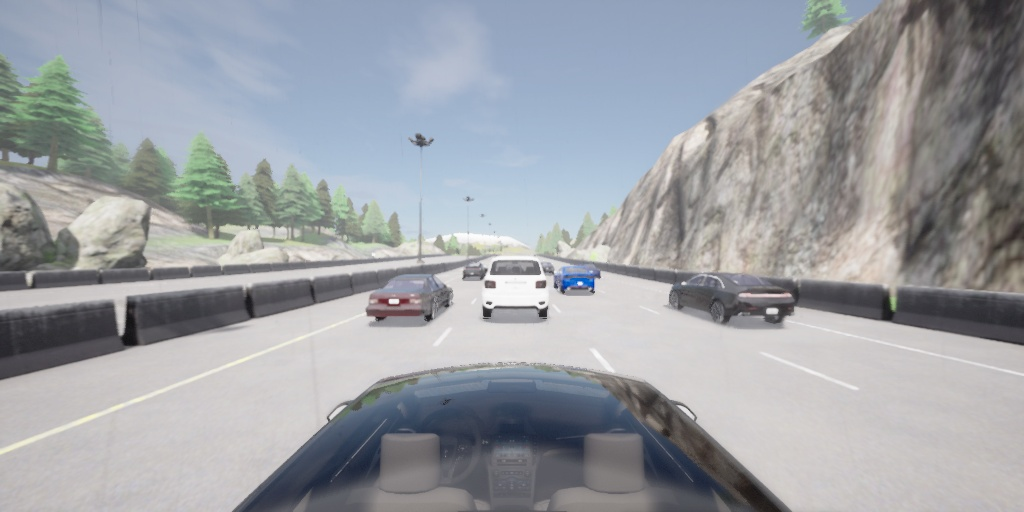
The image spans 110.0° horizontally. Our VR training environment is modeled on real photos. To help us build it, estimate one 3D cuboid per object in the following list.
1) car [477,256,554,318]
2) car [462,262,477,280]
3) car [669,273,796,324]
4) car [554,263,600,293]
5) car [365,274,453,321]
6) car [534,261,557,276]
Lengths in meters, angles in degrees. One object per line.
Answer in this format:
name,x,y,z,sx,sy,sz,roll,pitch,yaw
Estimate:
car,0.108,1.038,13.443,2.150,2.045,5.566,0,0,0
car,-3.376,1.303,32.775,2.128,1.511,4.902,0,0,0
car,7.106,1.308,12.211,2.128,1.511,4.902,0,0,0
car,3.615,1.311,21.508,1.882,1.535,5.008,0,0,0
car,-3.393,1.359,12.813,2.033,1.411,5.357,0,0,0
car,3.630,1.329,39.745,2.033,1.411,5.357,0,0,0
